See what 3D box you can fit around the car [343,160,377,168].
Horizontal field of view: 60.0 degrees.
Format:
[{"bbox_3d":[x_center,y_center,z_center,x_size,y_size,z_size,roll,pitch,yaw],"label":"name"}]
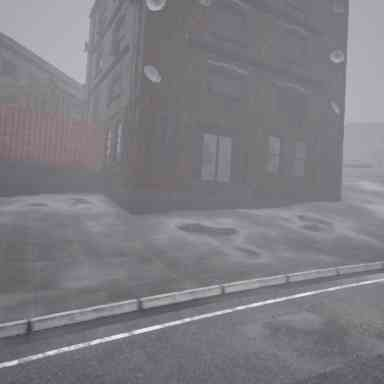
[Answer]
[{"bbox_3d":[20.982,-3.284,42.395,4.553,1.767,2.185,2,-3,14],"label":"car"}]
